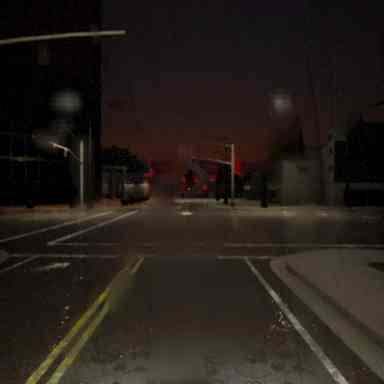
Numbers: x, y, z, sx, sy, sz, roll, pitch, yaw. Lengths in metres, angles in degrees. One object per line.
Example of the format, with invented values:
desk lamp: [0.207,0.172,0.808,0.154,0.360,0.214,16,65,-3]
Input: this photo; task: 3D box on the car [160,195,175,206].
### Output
car: [-3.564,1.242,48.081,1.882,1.535,5.008,0,1,1]
